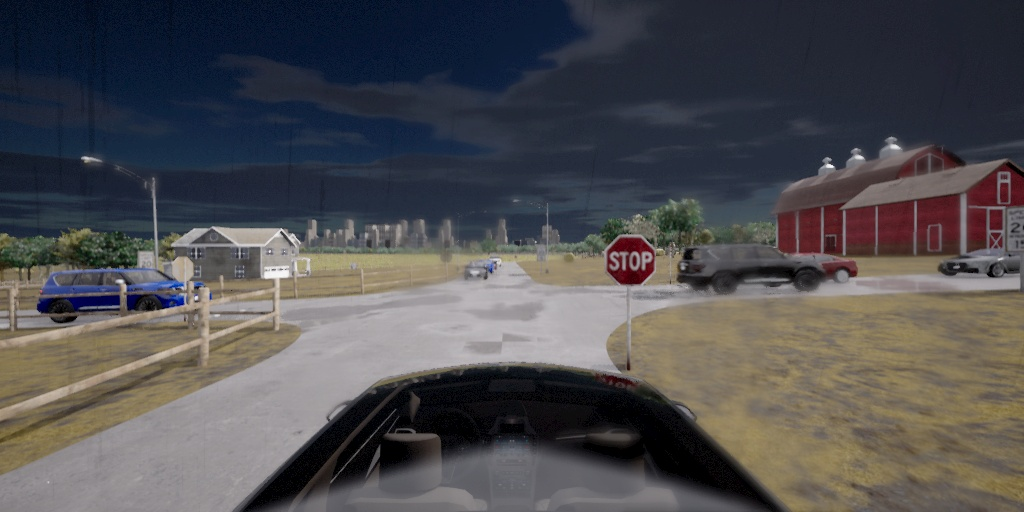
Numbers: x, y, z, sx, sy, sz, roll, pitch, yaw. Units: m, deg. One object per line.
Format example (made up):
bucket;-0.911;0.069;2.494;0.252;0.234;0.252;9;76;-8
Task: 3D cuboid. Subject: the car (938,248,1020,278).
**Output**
car;24.273;0.313;17.989;4.181;1.385;1.994;-2;0;0

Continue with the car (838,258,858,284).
car;14.232;0.598;17.922;5.008;1.535;1.882;-2;0;0

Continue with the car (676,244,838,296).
car;9.996;0.507;15.279;5.566;2.045;2.150;-2;0;0

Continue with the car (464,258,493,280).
car;-2.961;1.207;30.485;2.128;1.511;4.902;0;0;-2

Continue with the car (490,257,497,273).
car;-3.055;1.186;40.607;1.882;1.535;5.008;0;0;0

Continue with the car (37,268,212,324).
car;-15.799;1.508;14.792;5.566;2.045;2.150;-2;0;-1

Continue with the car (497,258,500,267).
car;-3.105;1.276;50.645;1.994;1.385;4.181;0;0;-1
